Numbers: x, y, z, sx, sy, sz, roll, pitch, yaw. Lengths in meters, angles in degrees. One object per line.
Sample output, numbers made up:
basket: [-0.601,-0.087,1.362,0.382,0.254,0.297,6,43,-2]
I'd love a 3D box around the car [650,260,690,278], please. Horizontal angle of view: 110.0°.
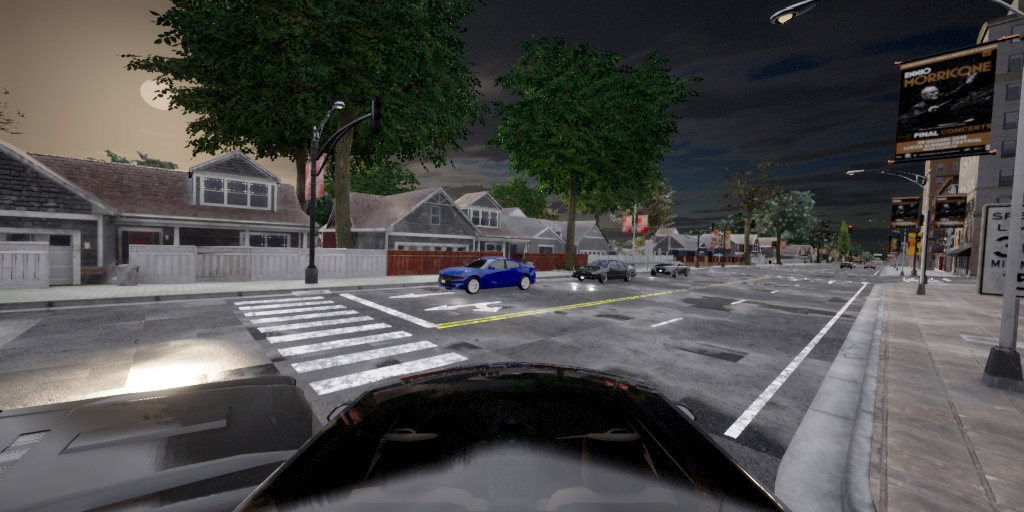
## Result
car: [13.416,1.023,30.296,4.181,1.385,1.994,1,2,-44]

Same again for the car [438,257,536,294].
car: [-1.029,0.791,16.540,5.008,1.535,1.882,1,2,-44]

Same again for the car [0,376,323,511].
car: [-3.316,1.279,1.368,4.718,1.301,1.895,1,2,-34]

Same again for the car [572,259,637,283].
car: [6.178,0.932,23.417,5.357,1.411,2.033,1,2,-44]
